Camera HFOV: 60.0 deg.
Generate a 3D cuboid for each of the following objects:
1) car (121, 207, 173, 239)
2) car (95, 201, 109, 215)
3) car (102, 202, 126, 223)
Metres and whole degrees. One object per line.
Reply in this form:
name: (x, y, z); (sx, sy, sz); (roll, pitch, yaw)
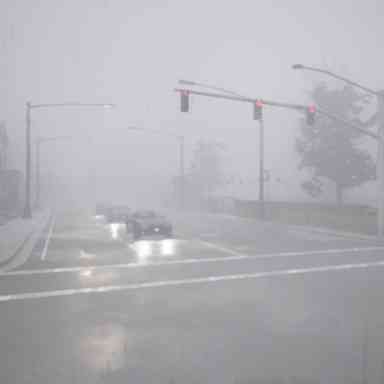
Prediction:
car: (-2.519, 1.763, 18.905); (1.994, 1.385, 4.181); (0, 0, -21)
car: (-10.053, 1.821, 38.207); (1.837, 1.490, 4.892); (0, 0, -21)
car: (-6.180, 1.821, 28.270); (1.994, 1.385, 4.181); (0, -1, -21)
